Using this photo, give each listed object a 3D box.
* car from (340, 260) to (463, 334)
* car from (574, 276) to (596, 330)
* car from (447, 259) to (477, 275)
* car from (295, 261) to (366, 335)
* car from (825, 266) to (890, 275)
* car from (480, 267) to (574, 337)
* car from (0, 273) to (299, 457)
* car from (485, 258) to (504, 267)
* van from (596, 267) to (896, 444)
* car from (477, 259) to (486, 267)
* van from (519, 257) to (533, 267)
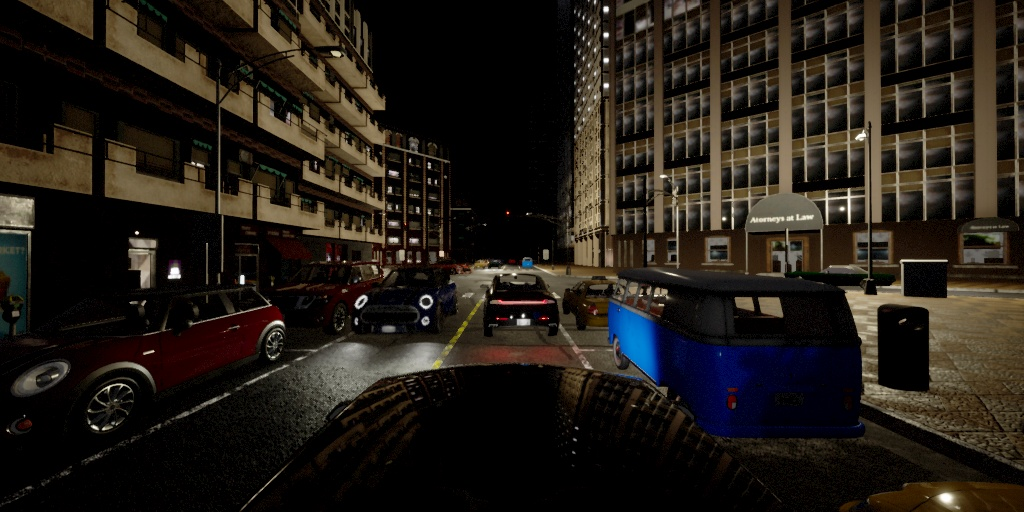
[{"bbox_3d":[-2.875,1.105,10.565,2.097,1.767,4.553,0,0,0],"label":"car"},{"bbox_3d":[2.564,1.278,10.877,1.751,1.417,4.829,0,0,0],"label":"car"},{"bbox_3d":[-6.228,1.146,37.558,4.553,1.767,2.097,-1,-1,41],"label":"car"},{"bbox_3d":[-5.316,1.068,10.700,2.192,1.841,5.009,0,0,0],"label":"car"},{"bbox_3d":[18.306,1.194,20.426,4.718,1.301,1.895,-1,-1,40],"label":"car"},{"bbox_3d":[0.132,1.244,10.312,2.128,1.511,4.902,0,0,-3],"label":"car"},{"bbox_3d":[-5.315,1.191,5.164,1.967,1.591,4.097,0,0,0],"label":"car"},{"bbox_3d":[-2.825,1.425,58.789,1.895,1.301,4.718,0,0,2],"label":"car"},{"bbox_3d":[2.565,1.092,5.171,1.690,1.789,3.998,0,0,0],"label":"van"},{"bbox_3d":[-5.322,1.352,59.529,1.751,1.417,4.829,0,0,0],"label":"car"},{"bbox_3d":[2.558,1.167,59.700,1.690,1.789,3.998,0,0,0],"label":"van"}]
